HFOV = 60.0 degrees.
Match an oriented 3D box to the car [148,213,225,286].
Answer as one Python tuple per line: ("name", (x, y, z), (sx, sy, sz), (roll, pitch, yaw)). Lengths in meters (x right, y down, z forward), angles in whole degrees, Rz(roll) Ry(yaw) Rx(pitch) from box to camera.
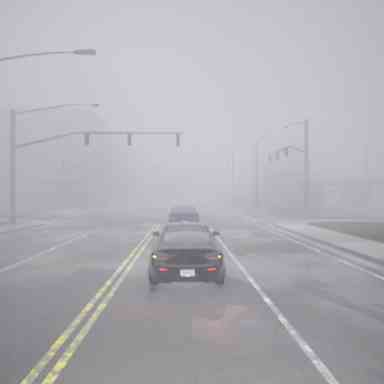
("car", (-0.162, 1.567, 9.415), (1.812, 1.442, 4.674), (0, 0, -2))

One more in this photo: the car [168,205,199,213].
("car", (-0.543, 1.572, 21.496), (1.882, 1.535, 5.008), (0, 0, -2))
